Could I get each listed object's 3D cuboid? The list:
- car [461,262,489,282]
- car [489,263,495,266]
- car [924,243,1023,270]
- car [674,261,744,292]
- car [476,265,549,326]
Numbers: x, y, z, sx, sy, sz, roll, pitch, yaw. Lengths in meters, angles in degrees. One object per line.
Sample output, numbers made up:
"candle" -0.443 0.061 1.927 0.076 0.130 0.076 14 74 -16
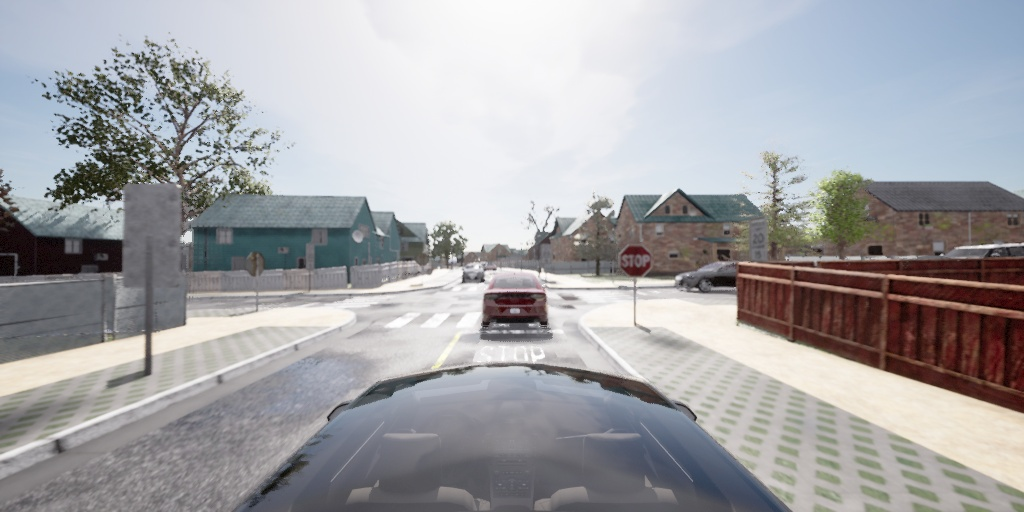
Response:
"car" -3.317 1.465 31.238 2.128 1.511 4.902 0 -1 -3
"car" -3.795 1.900 61.069 1.895 1.301 4.718 0 -1 -10
"car" 24.675 0.431 18.757 5.566 2.045 2.150 -3 -1 0
"car" 11.107 1.034 18.786 4.902 1.511 2.128 -1 -1 -1
"car" 0.086 1.267 11.854 1.882 1.535 5.008 0 0 0
